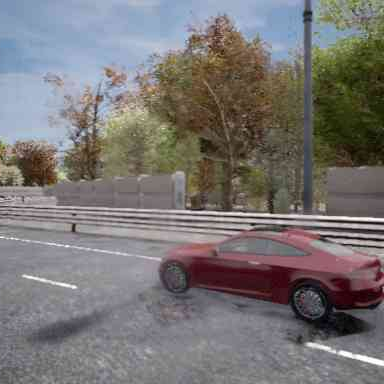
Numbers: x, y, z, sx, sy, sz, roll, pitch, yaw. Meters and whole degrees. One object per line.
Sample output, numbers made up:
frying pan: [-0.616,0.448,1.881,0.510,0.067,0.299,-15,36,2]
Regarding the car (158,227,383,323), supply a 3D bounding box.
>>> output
car: [1.416,1.488,7.069,4.674,1.442,1.812,0,0,34]
